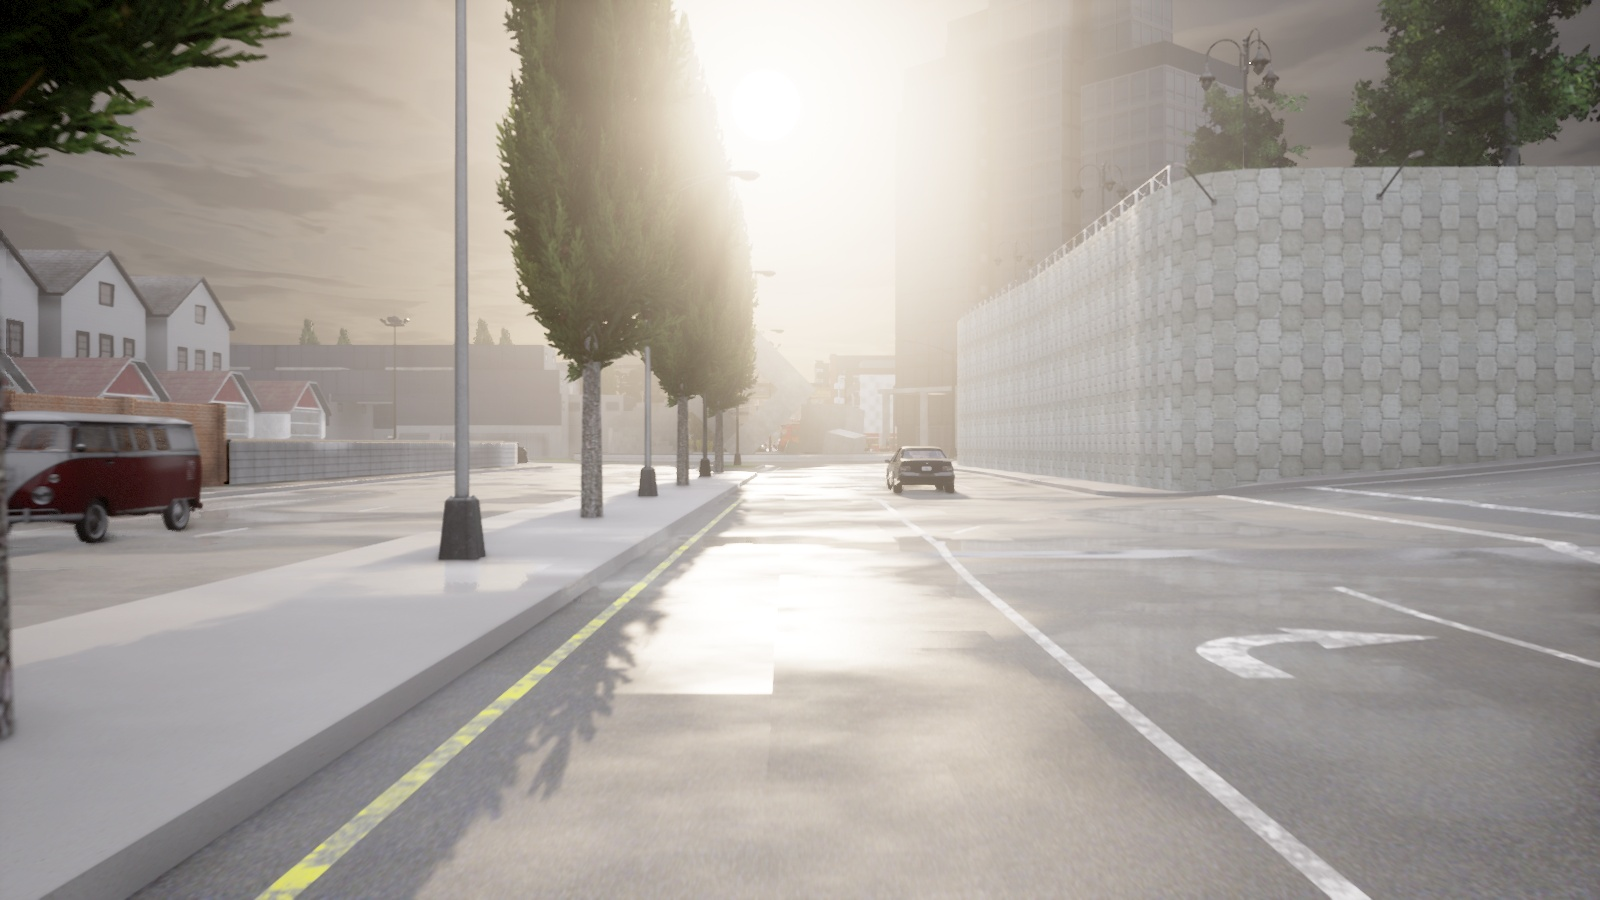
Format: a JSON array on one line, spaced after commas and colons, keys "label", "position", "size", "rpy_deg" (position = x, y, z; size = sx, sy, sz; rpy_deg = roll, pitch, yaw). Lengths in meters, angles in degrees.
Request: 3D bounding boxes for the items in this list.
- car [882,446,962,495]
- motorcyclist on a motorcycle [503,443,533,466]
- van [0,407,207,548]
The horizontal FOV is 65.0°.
[{"label": "car", "position": [3.699, 0.578, 38.897], "size": [2.033, 1.411, 5.357], "rpy_deg": [0, 0, 1]}, {"label": "motorcyclist on a motorcycle", "position": [-18.971, 0.290, 84.507], "size": [2.191, 1.530, 0.866], "rpy_deg": [0, 0, 41]}, {"label": "van", "position": [-11.371, 0.378, 19.962], "size": [1.775, 1.987, 4.442], "rpy_deg": [0, 0, 0]}]
